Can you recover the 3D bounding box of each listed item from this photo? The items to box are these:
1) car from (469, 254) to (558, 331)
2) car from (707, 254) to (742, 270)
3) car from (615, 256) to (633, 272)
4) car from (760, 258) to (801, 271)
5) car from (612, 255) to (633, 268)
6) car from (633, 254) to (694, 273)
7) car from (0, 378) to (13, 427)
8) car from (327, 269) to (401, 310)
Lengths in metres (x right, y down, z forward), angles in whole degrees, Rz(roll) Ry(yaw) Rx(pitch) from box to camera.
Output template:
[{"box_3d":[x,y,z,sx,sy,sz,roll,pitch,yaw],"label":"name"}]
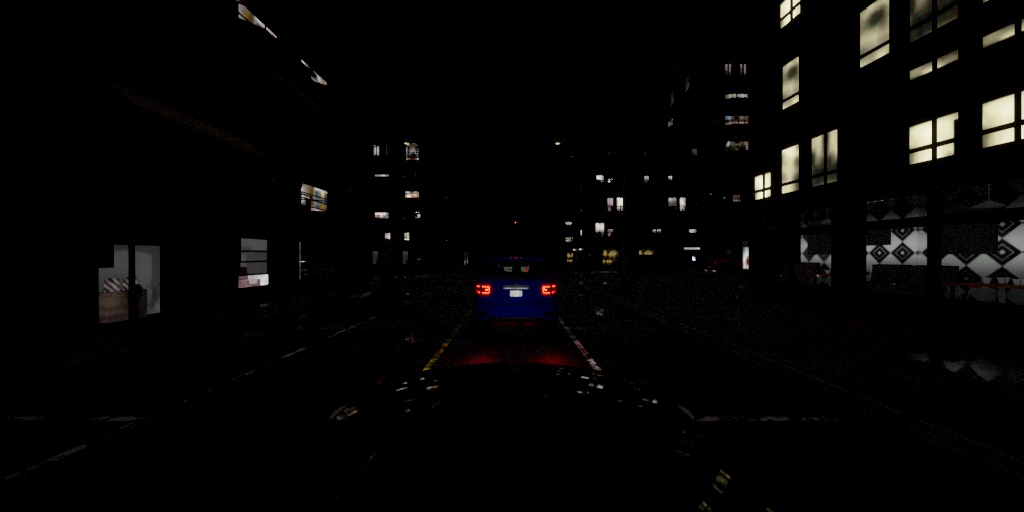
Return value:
[{"box_3d":[0.099,0.971,11.079,2.150,2.045,5.566,0,0,0],"label":"car"},{"box_3d":[24.450,0.622,40.334,4.553,1.767,2.097,-1,0,0],"label":"car"},{"box_3d":[14.422,0.983,40.230,4.674,1.442,1.812,-1,0,-1],"label":"car"},{"box_3d":[25.807,0.822,34.556,4.313,1.339,1.948,0,0,0],"label":"car"},{"box_3d":[14.580,0.764,42.840,5.009,1.841,2.192,0,0,0],"label":"car"},{"box_3d":[14.713,0.778,34.461,5.009,1.841,2.192,0,0,0],"label":"car"},{"box_3d":[-5.690,1.300,1.566,2.007,1.370,4.403,0,0,0],"label":"car"},{"box_3d":[-5.739,1.332,14.483,1.802,1.307,4.207,0,0,0],"label":"car"}]
